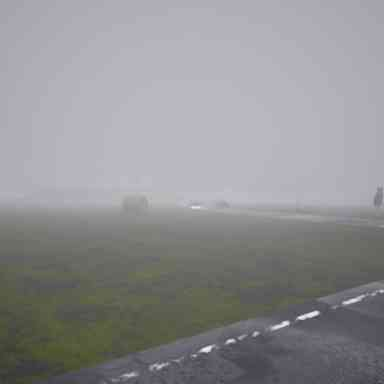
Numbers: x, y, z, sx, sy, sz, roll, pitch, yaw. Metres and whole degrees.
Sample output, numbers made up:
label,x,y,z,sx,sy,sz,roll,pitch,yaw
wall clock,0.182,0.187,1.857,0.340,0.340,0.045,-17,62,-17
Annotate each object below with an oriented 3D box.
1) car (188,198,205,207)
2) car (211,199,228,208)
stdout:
label,x,y,z,sx,sy,sz,roll,pitch,yaw
car,0.479,2.021,60.855,1.994,1.385,4.181,0,0,-12
car,4.582,1.935,55.662,1.837,1.490,4.892,0,0,-14
